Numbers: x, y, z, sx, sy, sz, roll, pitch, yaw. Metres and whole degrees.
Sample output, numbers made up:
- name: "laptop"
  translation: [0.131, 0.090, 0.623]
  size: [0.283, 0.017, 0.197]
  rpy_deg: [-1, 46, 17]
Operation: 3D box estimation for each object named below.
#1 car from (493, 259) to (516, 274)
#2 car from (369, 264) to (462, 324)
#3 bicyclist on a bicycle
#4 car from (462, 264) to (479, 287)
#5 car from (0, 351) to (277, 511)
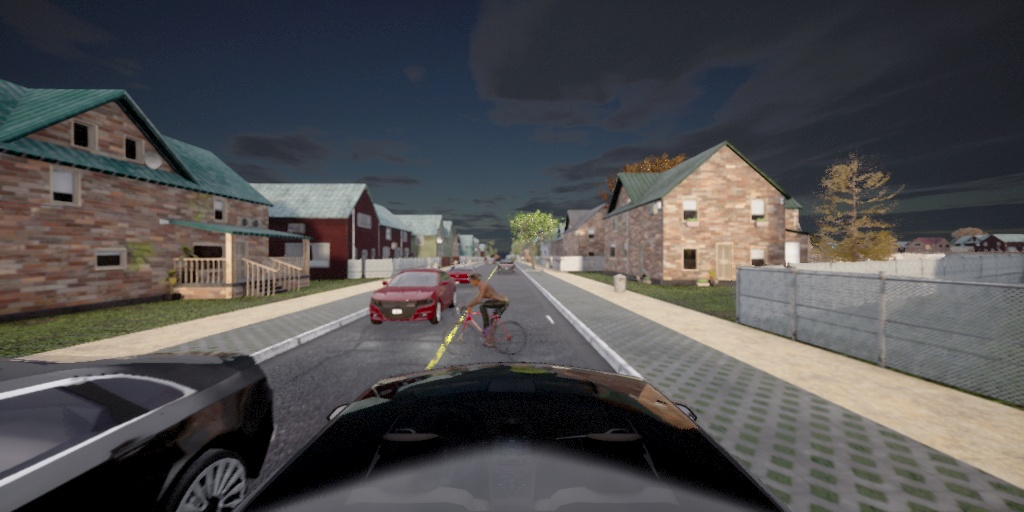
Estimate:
- name: "car"
  translation: [-0.571, 1.032, 37.841]
  size: [2.128, 1.511, 4.902]
  rpy_deg: [0, 0, -1]
- name: "car"
  translation: [-3.022, 1.158, 11.832]
  size: [1.882, 1.535, 5.008]
  rpy_deg: [0, 0, -1]
- name: "bicyclist on a bicycle"
  translation: [-0.538, 1.154, 6.996]
  size: [1.656, 1.620, 0.582]
  rpy_deg: [-1, 0, -1]
- name: "car"
  translation: [-3.216, 1.210, 22.886]
  size: [1.895, 1.301, 4.718]
  rpy_deg: [0, 0, -1]
- name: "car"
  translation: [-2.808, 1.252, 0.899]
  size: [2.128, 1.511, 4.902]
  rpy_deg: [0, 0, -1]
